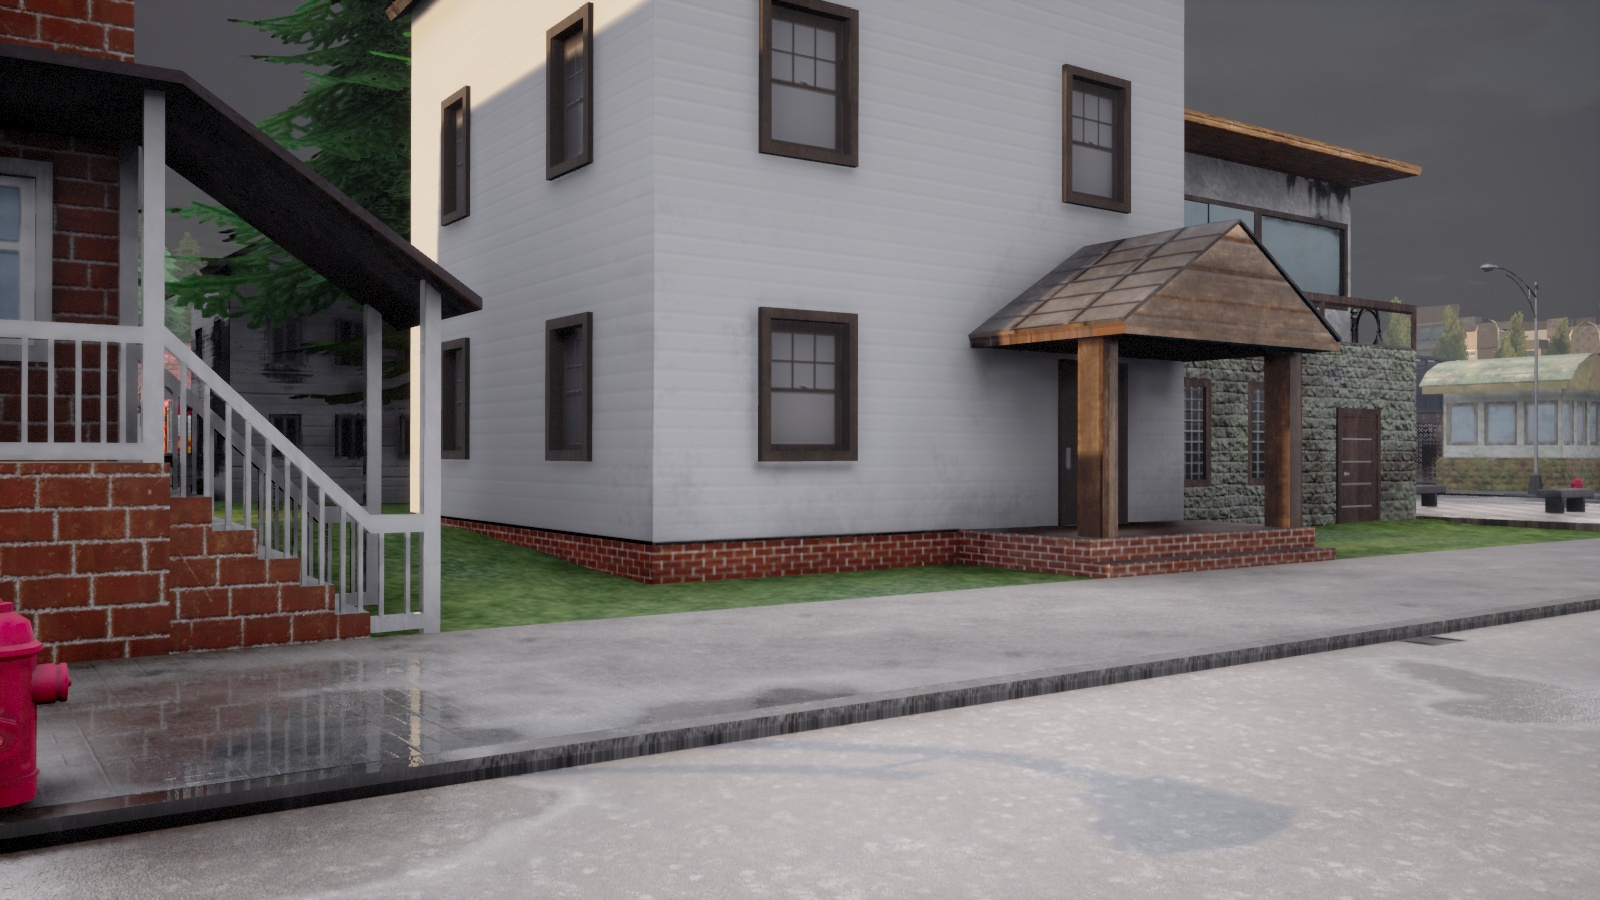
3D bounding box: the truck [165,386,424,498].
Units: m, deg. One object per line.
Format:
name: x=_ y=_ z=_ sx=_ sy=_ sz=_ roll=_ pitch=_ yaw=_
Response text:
truck: x=-18.604 y=-0.266 z=46.530 sx=8.468 sy=3.827 sz=2.891 roll=0 pitch=0 yaw=-35
